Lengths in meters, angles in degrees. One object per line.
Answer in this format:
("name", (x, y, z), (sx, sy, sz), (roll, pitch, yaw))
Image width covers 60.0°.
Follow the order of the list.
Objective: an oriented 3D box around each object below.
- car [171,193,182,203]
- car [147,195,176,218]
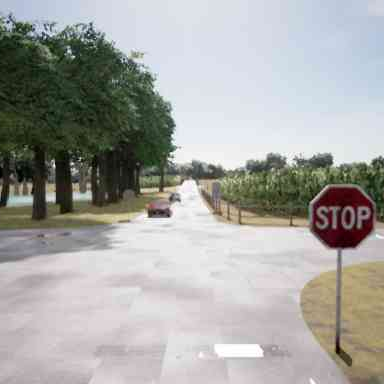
("car", (-2.729, 0.871, 54.530), (1.837, 1.490, 4.892), (0, 1, 0))
("car", (-2.748, 1.354, 29.319), (1.882, 1.535, 5.008), (0, 1, 1))
